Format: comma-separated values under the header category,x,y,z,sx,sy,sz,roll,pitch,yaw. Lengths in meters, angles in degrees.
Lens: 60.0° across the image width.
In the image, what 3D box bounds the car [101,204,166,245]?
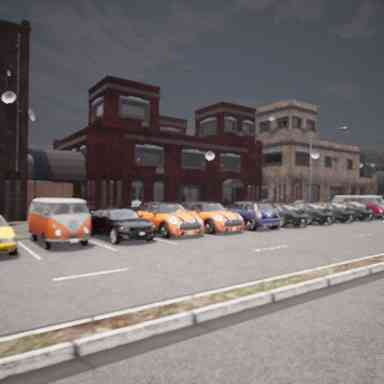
category,x,y,z,sx,sy,sz,roll,pitch,yaw
car,-3.545,1.480,16.042,2.097,1.535,5.008,0,0,-36

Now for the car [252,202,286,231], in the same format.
category,x,y,z,sx,sy,sz,roll,pitch,yaw
car,3.206,1.364,20.822,2.185,1.767,4.553,0,0,-36

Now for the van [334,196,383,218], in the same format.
category,x,y,z,sx,sy,sz,roll,pitch,yaw
van,14.573,1.303,28.838,1.878,1.987,4.442,0,0,-36

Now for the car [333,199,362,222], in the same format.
category,x,y,z,sx,sy,sz,roll,pitch,yaw
car,9.921,1.511,25.651,2.231,1.521,4.892,0,0,-36

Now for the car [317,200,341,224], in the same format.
category,x,y,z,sx,sy,sz,roll,pitch,yaw
car,7.678,1.503,24.048,2.231,1.521,4.892,0,0,-36

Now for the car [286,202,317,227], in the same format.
category,x,y,z,sx,sy,sz,roll,pitch,yaw
car,5.434,1.497,22.445,2.231,1.521,4.892,0,0,-36

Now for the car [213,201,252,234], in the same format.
category,x,y,z,sx,sy,sz,roll,pitch,yaw
car,0.926,1.360,19.269,2.185,1.767,4.553,0,0,-36

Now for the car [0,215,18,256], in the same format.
category,x,y,z,sx,sy,sz,roll,pitch,yaw
car,-7.922,1.474,12.681,1.946,1.575,5.366,0,0,-36

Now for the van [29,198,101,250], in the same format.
category,x,y,z,sx,sy,sz,roll,pitch,yaw
van,-5.718,1.252,14.340,1.878,1.987,4.442,0,0,-36

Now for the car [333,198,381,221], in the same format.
category,x,y,z,sx,sy,sz,roll,pitch,yaw
car,12.164,1.519,27.253,2.231,1.521,4.892,0,0,-36

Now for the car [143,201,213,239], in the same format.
category,x,y,z,sx,sy,sz,roll,pitch,yaw
car,-1.317,1.356,17.666,2.185,1.767,4.553,0,0,-36
